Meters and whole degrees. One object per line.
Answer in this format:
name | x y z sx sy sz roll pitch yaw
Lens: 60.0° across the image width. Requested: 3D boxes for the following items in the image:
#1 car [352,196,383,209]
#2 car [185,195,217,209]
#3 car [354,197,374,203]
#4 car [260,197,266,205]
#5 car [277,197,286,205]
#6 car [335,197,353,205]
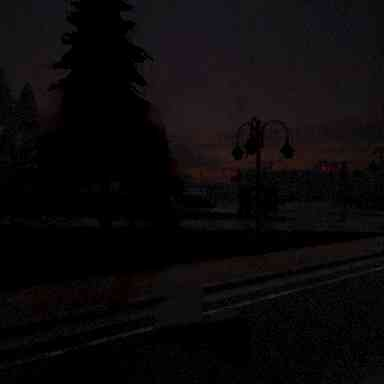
car | 26.306 1.721 48.814 1.970 1.475 3.806 0 0 -36
car | 1.202 1.426 48.335 2.150 2.045 5.566 0 -1 -36
car | 43.437 1.921 84.035 1.970 1.475 3.806 0 0 -36
car | 13.060 1.657 62.228 2.007 1.523 4.514 0 0 -36
car | 15.583 1.668 64.093 2.152 1.636 5.027 0 0 -36
car | 29.683 1.734 64.728 1.845 1.501 3.633 0 0 -36
